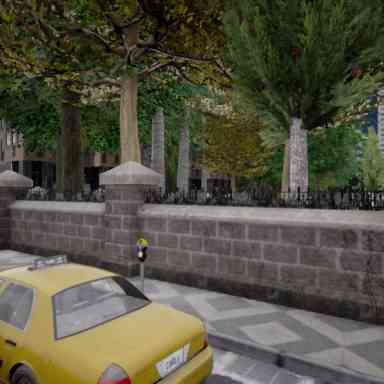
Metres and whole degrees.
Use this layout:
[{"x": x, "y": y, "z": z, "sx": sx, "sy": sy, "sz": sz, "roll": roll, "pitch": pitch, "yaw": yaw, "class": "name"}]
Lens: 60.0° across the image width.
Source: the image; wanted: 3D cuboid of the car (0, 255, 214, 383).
[{"x": -2.052, "y": 1.525, "z": 4.419, "sx": 4.829, "sy": 1.417, "sz": 1.752, "roll": 0, "pitch": 0, "yaw": 35, "class": "car"}]
